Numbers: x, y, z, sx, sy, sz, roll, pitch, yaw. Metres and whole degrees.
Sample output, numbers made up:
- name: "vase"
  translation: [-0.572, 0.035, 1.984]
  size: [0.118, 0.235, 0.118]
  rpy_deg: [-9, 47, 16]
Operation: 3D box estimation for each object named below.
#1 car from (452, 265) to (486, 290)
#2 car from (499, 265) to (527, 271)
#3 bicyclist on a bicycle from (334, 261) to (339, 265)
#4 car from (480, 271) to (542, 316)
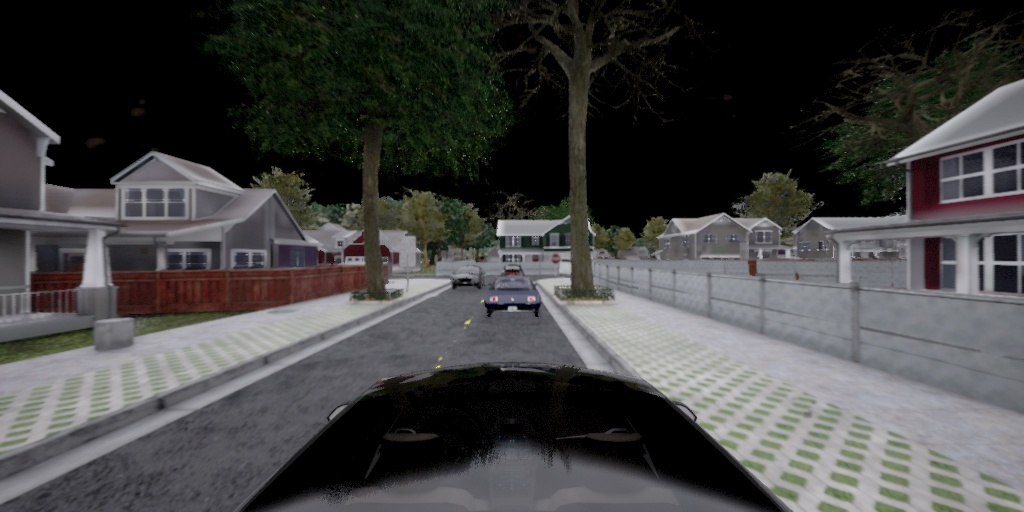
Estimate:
- name: "car"
  translation: [-2.787, 1.384, 23.884]
  size: [1.837, 1.490, 4.892]
  rpy_deg: [0, -1, 1]
- name: "car"
  translation: [0.063, 1.407, 28.098]
  size: [1.837, 1.490, 4.892]
  rpy_deg: [0, 0, 1]
- name: "bicyclist on a bicycle"
  translation: [-20.008, 1.425, 40.865]
  size: [0.582, 1.620, 1.656]
  rpy_deg: [0, 0, 1]
- name: "car"
  translation: [0.043, 1.420, 13.715]
  size: [1.895, 1.301, 4.718]
  rpy_deg: [0, 0, 0]
